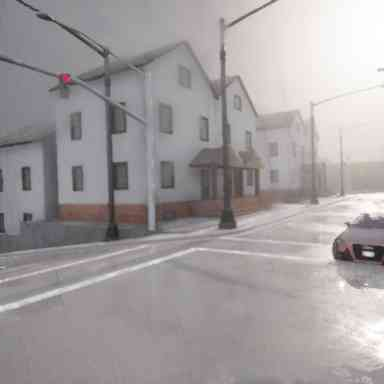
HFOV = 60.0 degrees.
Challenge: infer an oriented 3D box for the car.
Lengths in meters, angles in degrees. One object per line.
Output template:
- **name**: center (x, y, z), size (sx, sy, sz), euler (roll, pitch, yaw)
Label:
- **car**: center (5.828, 1.340, 10.266), size (1.994, 1.385, 4.181), euler (-1, 2, 38)
